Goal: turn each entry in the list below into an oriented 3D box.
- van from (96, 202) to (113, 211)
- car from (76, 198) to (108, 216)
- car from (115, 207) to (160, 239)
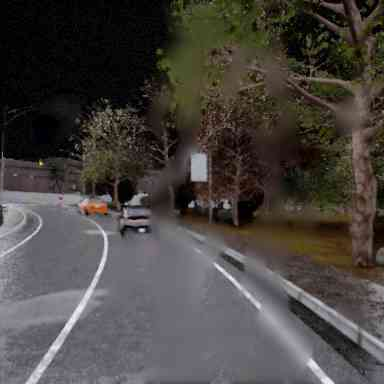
[{"bbox_3d":[-24.059,3.952,91.193,4.442,1.987,1.878,-4,-7,26],"label":"van"},{"bbox_3d":[-9.956,1.334,32.972,2.097,1.767,4.553,3,-1,-31],"label":"car"},{"bbox_3d":[-2.927,1.533,17.523,2.128,1.511,4.902,1,0,-16],"label":"car"}]
